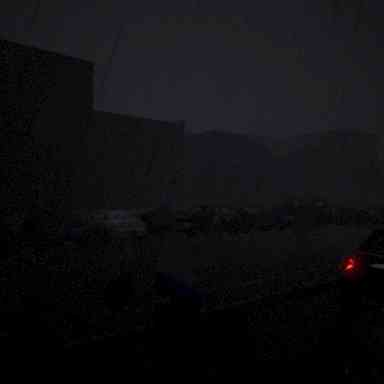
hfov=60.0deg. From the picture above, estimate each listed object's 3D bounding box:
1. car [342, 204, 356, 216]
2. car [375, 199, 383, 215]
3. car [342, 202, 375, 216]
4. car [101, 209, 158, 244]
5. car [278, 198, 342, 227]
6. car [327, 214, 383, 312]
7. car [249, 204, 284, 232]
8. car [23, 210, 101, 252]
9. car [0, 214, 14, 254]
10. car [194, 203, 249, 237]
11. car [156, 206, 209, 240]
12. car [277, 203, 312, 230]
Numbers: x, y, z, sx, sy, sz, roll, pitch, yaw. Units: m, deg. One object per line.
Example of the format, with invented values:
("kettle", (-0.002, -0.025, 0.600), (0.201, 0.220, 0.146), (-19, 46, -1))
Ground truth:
("car", (9.668, 1.795, 25.757), (2.002, 1.452, 4.674), (1, -1, -36))
("car", (14.132, 1.708, 28.998), (2.185, 1.767, 4.553), (1, -1, -36))
("car", (11.890, 1.824, 27.389), (2.163, 1.488, 4.792), (1, -1, -36))
("car", (-3.807, 1.584, 16.100), (2.002, 1.452, 4.674), (1, 0, -36))
("car", (7.412, 1.466, 24.179), (2.435, 2.045, 5.566), (1, -1, -36))
("car", (5.069, 1.441, 6.751), (4.553, 1.767, 2.097), (1, 0, -36))
("car", (2.947, 1.644, 20.937), (2.097, 1.535, 5.008), (1, -1, -36))
("car", (-6.003, 1.542, 14.493), (2.163, 1.488, 4.792), (1, 0, -36))
("car", (-8.243, 1.513, 12.888), (2.163, 1.488, 4.792), (1, 0, -36))
("car", (0.723, 1.484, 19.311), (2.185, 1.767, 4.553), (1, -1, -36))
("car", (-1.554, 1.605, 17.753), (2.163, 1.488, 4.792), (1, 0, -36))
("car", (5.201, 1.710, 22.523), (2.163, 1.488, 4.792), (1, -1, -36))
